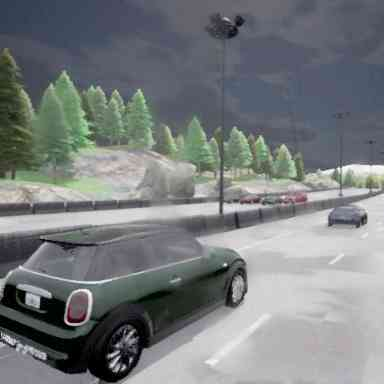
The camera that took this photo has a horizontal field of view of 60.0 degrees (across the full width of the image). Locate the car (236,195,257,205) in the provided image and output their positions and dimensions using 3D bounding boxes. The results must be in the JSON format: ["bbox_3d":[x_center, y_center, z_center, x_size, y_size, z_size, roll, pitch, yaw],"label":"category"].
[{"bbox_3d":[9.161,1.185,51.731,1.882,1.535,5.008,0,1,34],"label":"car"}]

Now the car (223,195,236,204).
[{"bbox_3d":[6.359,1.213,53.832,1.837,1.490,4.892,0,1,34],"label":"car"}]

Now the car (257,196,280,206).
[{"bbox_3d":[12.149,1.261,49.898,2.033,1.411,5.357,0,1,34],"label":"car"}]

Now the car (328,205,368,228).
[{"bbox_3d":[10.621,1.542,22.574,1.994,1.385,4.181,0,1,34],"label":"car"}]

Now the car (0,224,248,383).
[{"bbox_3d":[-0.757,1.353,5.841,2.097,1.767,4.553,0,0,34],"label":"car"}]

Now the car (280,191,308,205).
[{"bbox_3d":[15.081,0.954,47.983,2.150,2.045,5.566,0,1,34],"label":"car"}]
